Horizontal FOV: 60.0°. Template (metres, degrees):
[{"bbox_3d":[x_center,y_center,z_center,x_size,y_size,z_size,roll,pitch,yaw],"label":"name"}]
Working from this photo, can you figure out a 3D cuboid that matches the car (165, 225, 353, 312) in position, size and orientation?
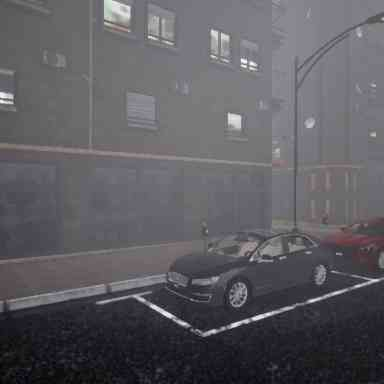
[{"bbox_3d":[1.478,1.549,7.612,4.403,1.369,2.008,0,0,-36],"label":"car"}]

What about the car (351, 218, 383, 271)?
[{"bbox_3d":[6.066,1.542,10.885,4.507,1.381,1.887,0,0,-36],"label":"car"}]
